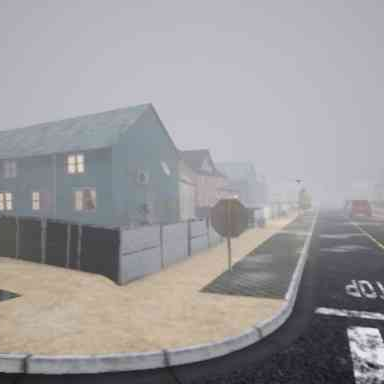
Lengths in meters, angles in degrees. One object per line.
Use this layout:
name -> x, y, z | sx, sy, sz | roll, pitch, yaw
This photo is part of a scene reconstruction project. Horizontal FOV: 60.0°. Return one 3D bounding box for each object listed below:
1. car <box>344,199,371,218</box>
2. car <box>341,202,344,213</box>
car -> 19.502, 1.910, 38.915 | 2.150, 2.045, 5.566 | -1, -2, 21
car -> 23.944, 2.118, 50.331 | 2.150, 2.045, 5.566 | -1, -2, 21
